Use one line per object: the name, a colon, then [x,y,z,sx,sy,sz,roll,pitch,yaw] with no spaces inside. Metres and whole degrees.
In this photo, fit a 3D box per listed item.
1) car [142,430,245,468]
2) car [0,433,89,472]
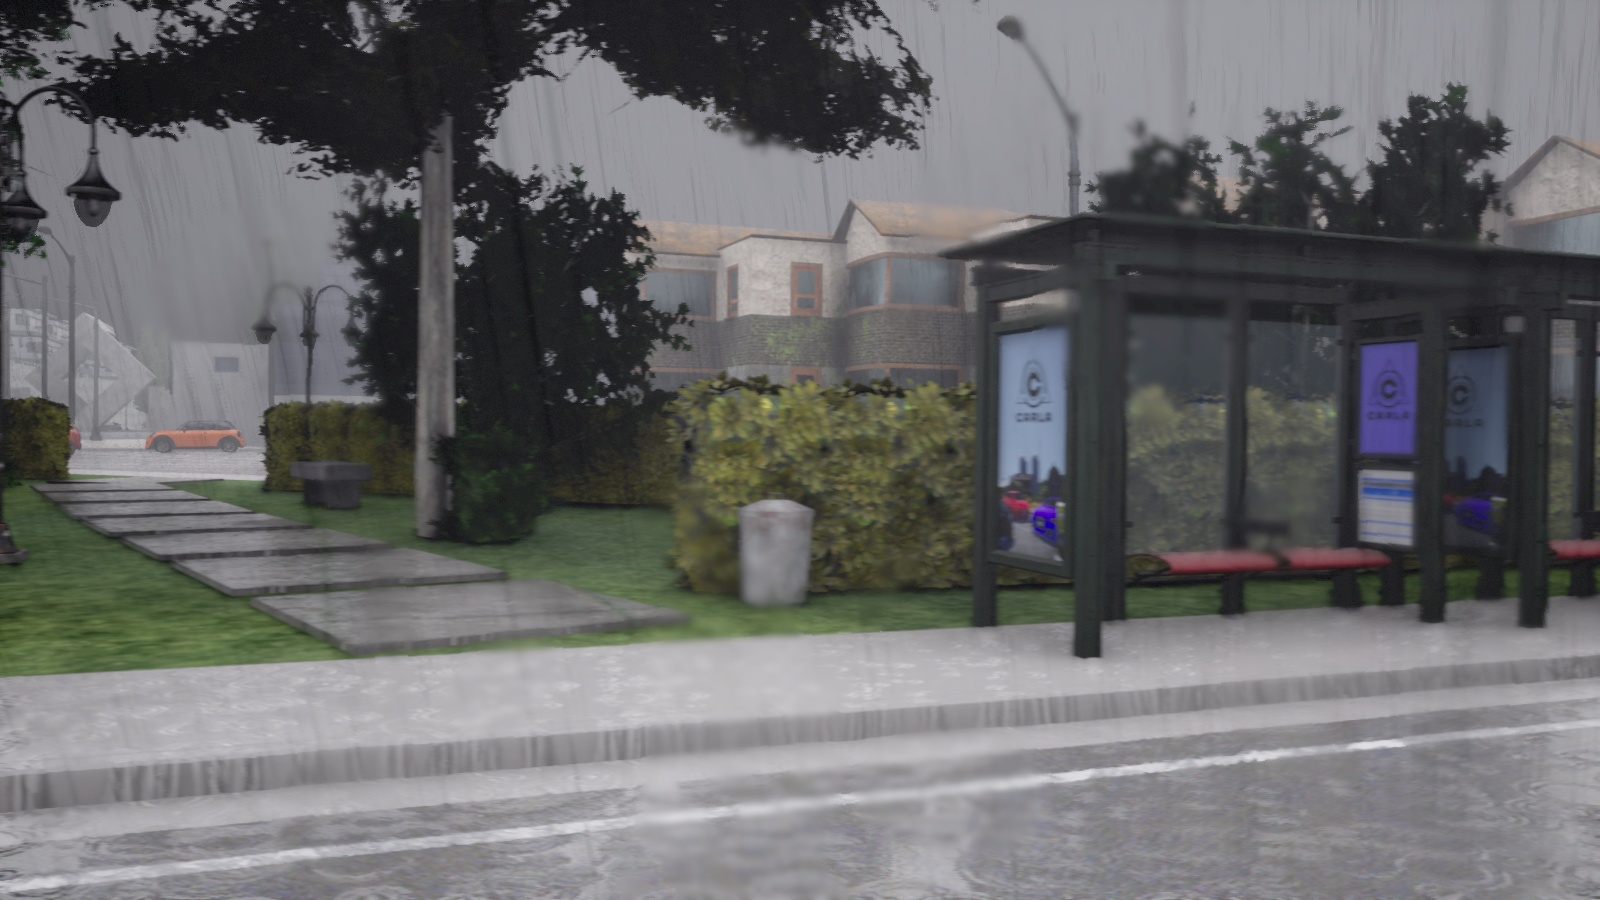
car: [-30.815,-0.072,63.943,4.553,1.767,2.097,-1,1,-21]
car: [-34.914,0.100,56.415,2.242,1.667,4.611,-1,1,31]
